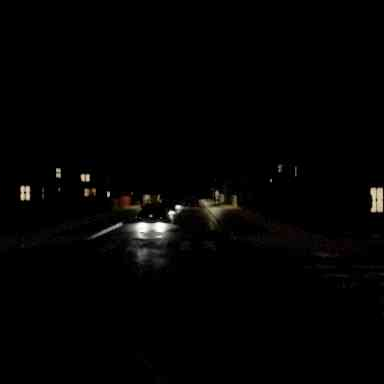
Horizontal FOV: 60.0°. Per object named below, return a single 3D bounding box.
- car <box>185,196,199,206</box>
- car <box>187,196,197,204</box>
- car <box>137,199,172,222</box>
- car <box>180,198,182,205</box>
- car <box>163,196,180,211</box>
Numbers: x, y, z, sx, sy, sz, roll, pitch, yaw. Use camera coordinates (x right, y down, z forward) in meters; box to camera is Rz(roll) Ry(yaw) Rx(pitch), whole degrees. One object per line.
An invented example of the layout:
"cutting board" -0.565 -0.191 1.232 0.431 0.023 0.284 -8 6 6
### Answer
"car" 0.003 1.339 51.316 1.882 1.535 5.008 0 0 0
"car" 0.004 1.396 61.735 1.812 1.442 4.674 0 0 0
"car" -2.841 1.465 24.995 1.994 1.385 4.181 0 0 0
"car" -2.760 1.360 54.334 2.128 1.511 4.902 0 0 0
"car" -2.844 1.418 38.838 2.033 1.411 5.357 0 0 0
